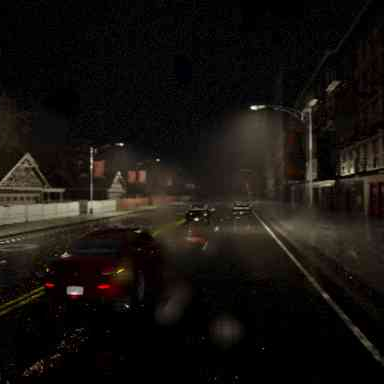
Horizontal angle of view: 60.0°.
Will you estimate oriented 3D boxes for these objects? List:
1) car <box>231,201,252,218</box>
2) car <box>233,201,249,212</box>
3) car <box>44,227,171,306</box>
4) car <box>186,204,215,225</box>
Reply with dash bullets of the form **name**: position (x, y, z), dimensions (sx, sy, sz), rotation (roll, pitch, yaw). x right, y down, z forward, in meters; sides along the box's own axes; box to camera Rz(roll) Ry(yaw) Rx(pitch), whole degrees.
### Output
- **car**: position (4.803, 1.680, 32.270), dimensions (2.128, 1.511, 4.902), rotation (0, 0, 8)
- **car**: position (6.259, 1.844, 42.917), dimensions (1.895, 1.301, 4.718), rotation (0, 0, 8)
- **car**: position (-1.765, 1.598, 8.189), dimensions (1.812, 1.442, 4.674), rotation (0, 0, 8)
- **car**: position (0.663, 1.681, 25.977), dimensions (1.837, 1.490, 4.892), rotation (0, 0, 8)
